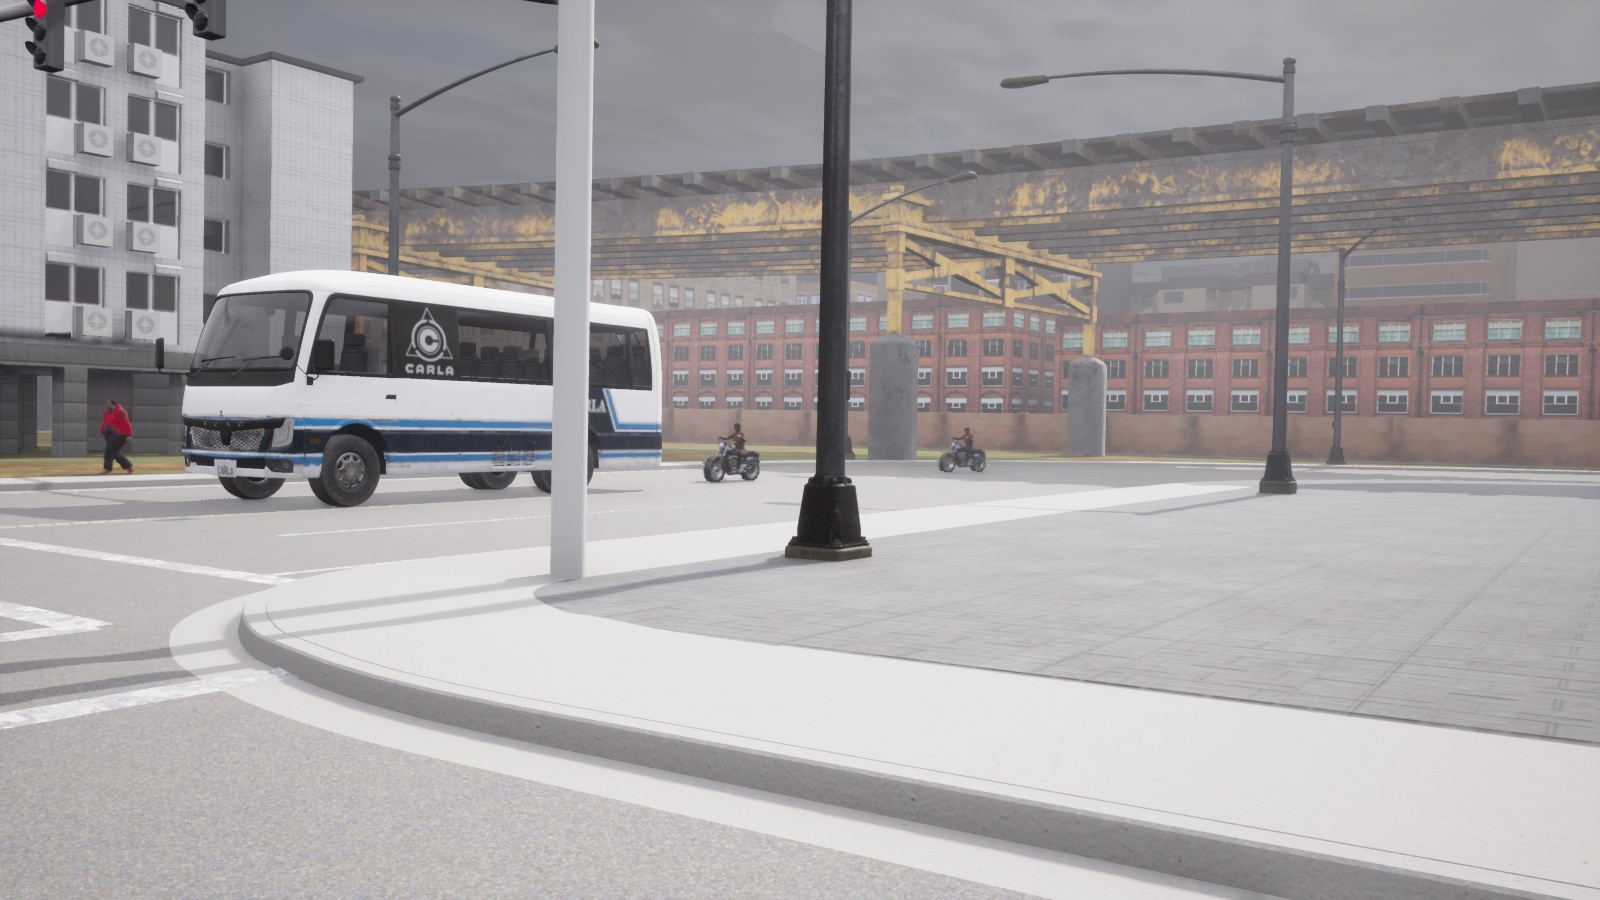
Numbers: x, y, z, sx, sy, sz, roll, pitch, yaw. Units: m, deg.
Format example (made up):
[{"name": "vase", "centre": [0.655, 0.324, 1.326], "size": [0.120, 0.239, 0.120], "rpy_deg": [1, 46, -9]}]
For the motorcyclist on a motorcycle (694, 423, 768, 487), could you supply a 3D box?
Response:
[{"name": "motorcyclist on a motorcycle", "centre": [-1.831, 0.098, 33.747], "size": [0.766, 1.649, 2.350], "rpy_deg": [1, 2, 33]}]

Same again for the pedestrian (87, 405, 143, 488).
[{"name": "pedestrian", "centre": [-15.429, -0.086, 28.281], "size": [0.634, 1.844, 0.899], "rpy_deg": [1, 1, 32]}]

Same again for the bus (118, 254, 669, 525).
[{"name": "bus", "centre": [-7.391, -1.054, 25.062], "size": [3.944, 4.253, 10.273], "rpy_deg": [1, 1, 33]}]

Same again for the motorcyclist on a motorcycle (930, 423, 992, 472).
[{"name": "motorcyclist on a motorcycle", "centre": [5.620, -0.104, 43.817], "size": [2.350, 1.649, 0.766], "rpy_deg": [-1, 2, -42]}]
